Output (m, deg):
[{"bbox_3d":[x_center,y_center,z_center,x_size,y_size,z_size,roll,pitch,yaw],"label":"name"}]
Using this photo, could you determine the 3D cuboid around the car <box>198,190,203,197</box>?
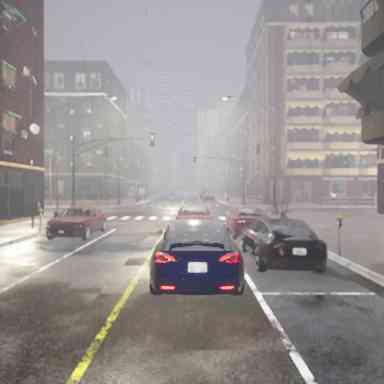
[{"bbox_3d":[2.617,0.475,63.689,2.192,1.841,5.009,1,1,0],"label":"car"}]

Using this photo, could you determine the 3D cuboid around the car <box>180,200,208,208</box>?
[{"bbox_3d":[0.097,1.354,18.131,1.895,1.301,4.718,0,1,0],"label":"car"}]

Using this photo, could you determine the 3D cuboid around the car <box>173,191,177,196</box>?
[{"bbox_3d":[-5.294,0.404,87.873,1.887,1.381,4.507,1,1,0],"label":"car"}]

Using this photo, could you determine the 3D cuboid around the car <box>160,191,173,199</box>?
[{"bbox_3d":[-5.313,0.692,65.116,2.008,1.369,4.403,1,1,0],"label":"car"}]

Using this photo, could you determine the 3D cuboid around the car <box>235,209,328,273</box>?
[{"bbox_3d":[2.575,1.428,10.025,1.947,1.339,4.313,1,1,0],"label":"car"}]

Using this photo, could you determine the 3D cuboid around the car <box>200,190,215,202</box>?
[{"bbox_3d":[2.711,0.831,53.748,1.887,1.381,4.507,1,1,0],"label":"car"}]

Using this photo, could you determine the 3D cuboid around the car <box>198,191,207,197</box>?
[{"bbox_3d":[2.585,0.495,82.194,1.947,1.339,4.313,1,1,0],"label":"car"}]

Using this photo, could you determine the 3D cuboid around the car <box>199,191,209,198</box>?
[{"bbox_3d":[2.585,0.510,70.814,1.967,1.590,4.097,1,1,0],"label":"car"}]

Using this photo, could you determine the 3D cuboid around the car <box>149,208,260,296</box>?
[{"bbox_3d":[0.102,1.388,8.408,2.163,1.488,4.792,0,1,0],"label":"car"}]

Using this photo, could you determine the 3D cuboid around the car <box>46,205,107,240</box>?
[{"bbox_3d":[-5.271,1.331,15.668,1.887,1.381,4.507,1,1,0],"label":"car"}]

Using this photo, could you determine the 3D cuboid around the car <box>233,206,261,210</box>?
[{"bbox_3d":[2.576,1.331,15.695,1.887,1.381,4.507,1,1,0],"label":"car"}]
